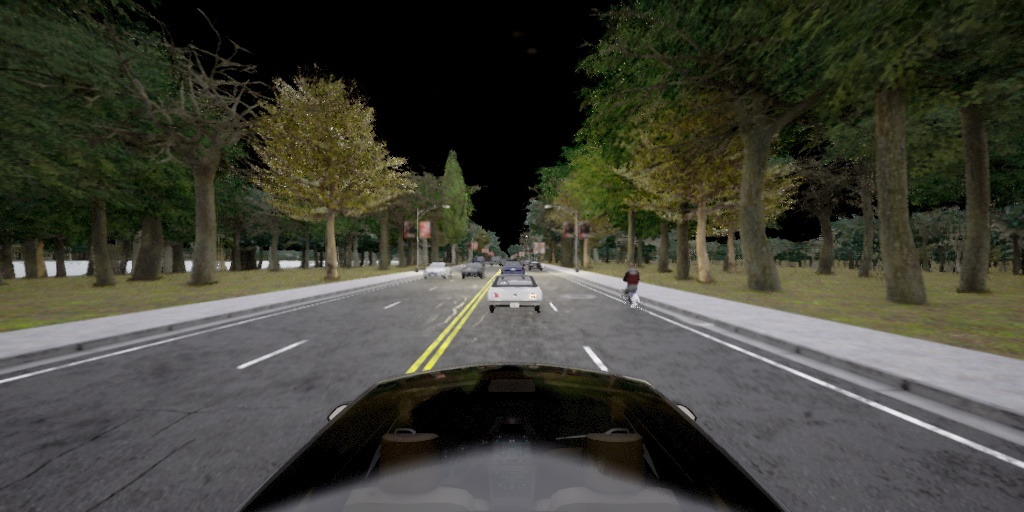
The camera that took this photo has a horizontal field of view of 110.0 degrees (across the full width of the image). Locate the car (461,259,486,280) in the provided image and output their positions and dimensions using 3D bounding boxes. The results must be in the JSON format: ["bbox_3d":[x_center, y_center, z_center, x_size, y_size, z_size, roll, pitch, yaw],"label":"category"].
[{"bbox_3d":[-3.349,1.286,31.952,1.837,1.490,4.892,0,0,0],"label":"car"}]

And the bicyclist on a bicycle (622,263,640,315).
[{"bbox_3d":[4.139,1.126,12.605,0.659,1.776,1.843,0,0,0],"label":"bicyclist on a bicycle"}]

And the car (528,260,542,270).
[{"bbox_3d":[3.342,1.371,53.187,1.812,1.442,4.674,0,0,0],"label":"car"}]

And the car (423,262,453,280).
[{"bbox_3d":[-6.598,1.307,32.078,1.812,1.442,4.674,0,0,0],"label":"car"}]

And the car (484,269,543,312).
[{"bbox_3d":[0.096,1.357,14.210,1.895,1.301,4.718,0,0,0],"label":"car"}]

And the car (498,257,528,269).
[{"bbox_3d":[0.095,1.134,32.452,2.097,1.767,4.553,0,0,0],"label":"car"}]
